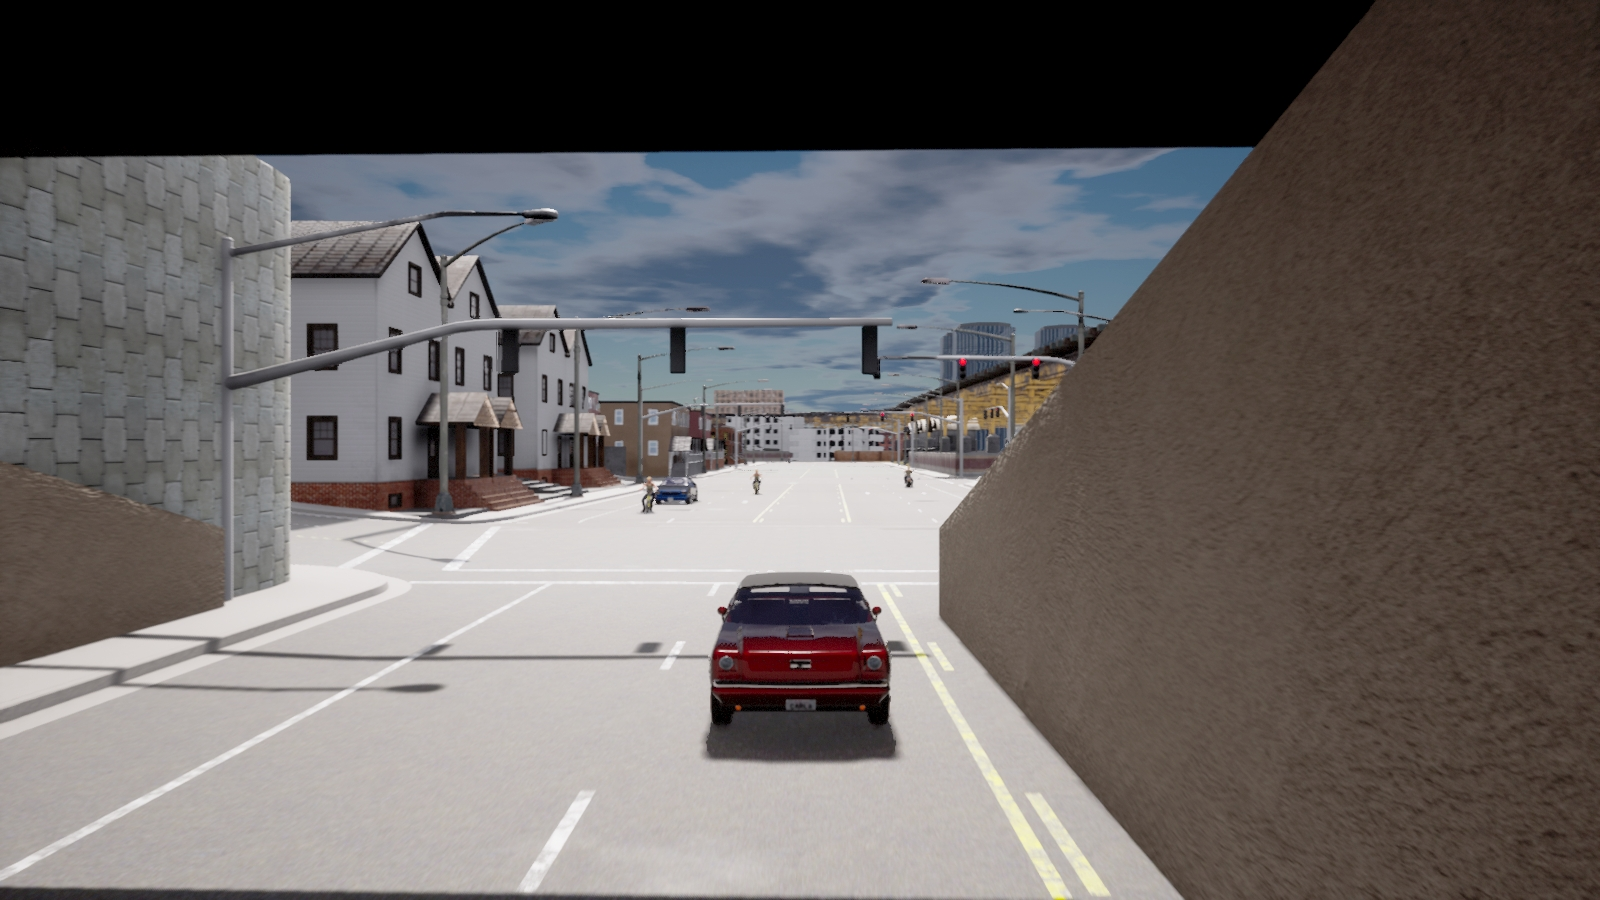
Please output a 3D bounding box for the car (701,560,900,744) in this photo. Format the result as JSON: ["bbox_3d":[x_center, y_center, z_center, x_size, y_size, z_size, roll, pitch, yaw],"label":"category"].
[{"bbox_3d":[-0.007,2.155,13.278,1.895,1.301,4.718,0,0,0],"label":"car"}]

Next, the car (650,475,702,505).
[{"bbox_3d":[-6.514,2.105,60.688,2.033,1.411,5.357,0,0,2],"label":"car"}]
